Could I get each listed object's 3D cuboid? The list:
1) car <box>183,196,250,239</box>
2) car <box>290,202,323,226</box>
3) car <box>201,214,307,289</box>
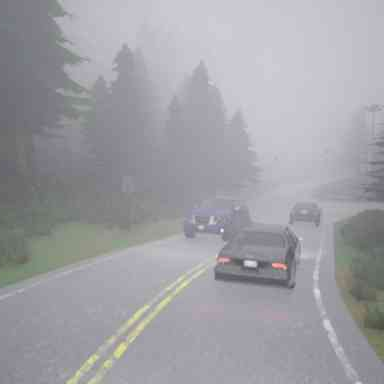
[{"bbox_3d":[1.491,1.239,17.143,2.150,2.045,5.566,2,0,23],"label":"car"},{"bbox_3d":[8.890,1.538,25.650,2.097,1.767,4.553,2,0,25],"label":"car"},{"bbox_3d":[2.095,1.615,9.536,2.033,1.411,5.357,2,0,20],"label":"car"}]
